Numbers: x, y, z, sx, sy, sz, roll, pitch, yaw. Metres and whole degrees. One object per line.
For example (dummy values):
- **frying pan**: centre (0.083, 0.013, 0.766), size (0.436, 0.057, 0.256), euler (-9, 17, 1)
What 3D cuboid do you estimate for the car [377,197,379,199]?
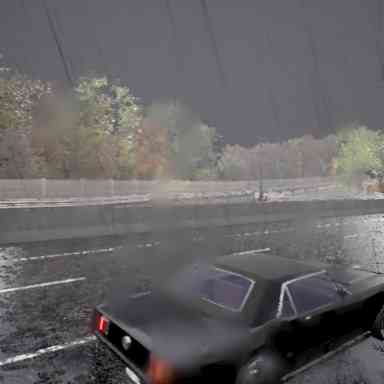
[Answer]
- **car**: centre (29.063, 1.300, 47.562), size (4.902, 1.511, 2.128), euler (0, 0, -36)

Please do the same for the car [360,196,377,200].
- **car**: centre (26.825, 1.319, 50.251), size (4.674, 1.442, 1.812), euler (0, 0, -36)

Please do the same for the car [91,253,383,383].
- **car**: centre (1.179, 1.577, 4.747), size (4.718, 1.301, 1.895), euler (0, 0, -37)
